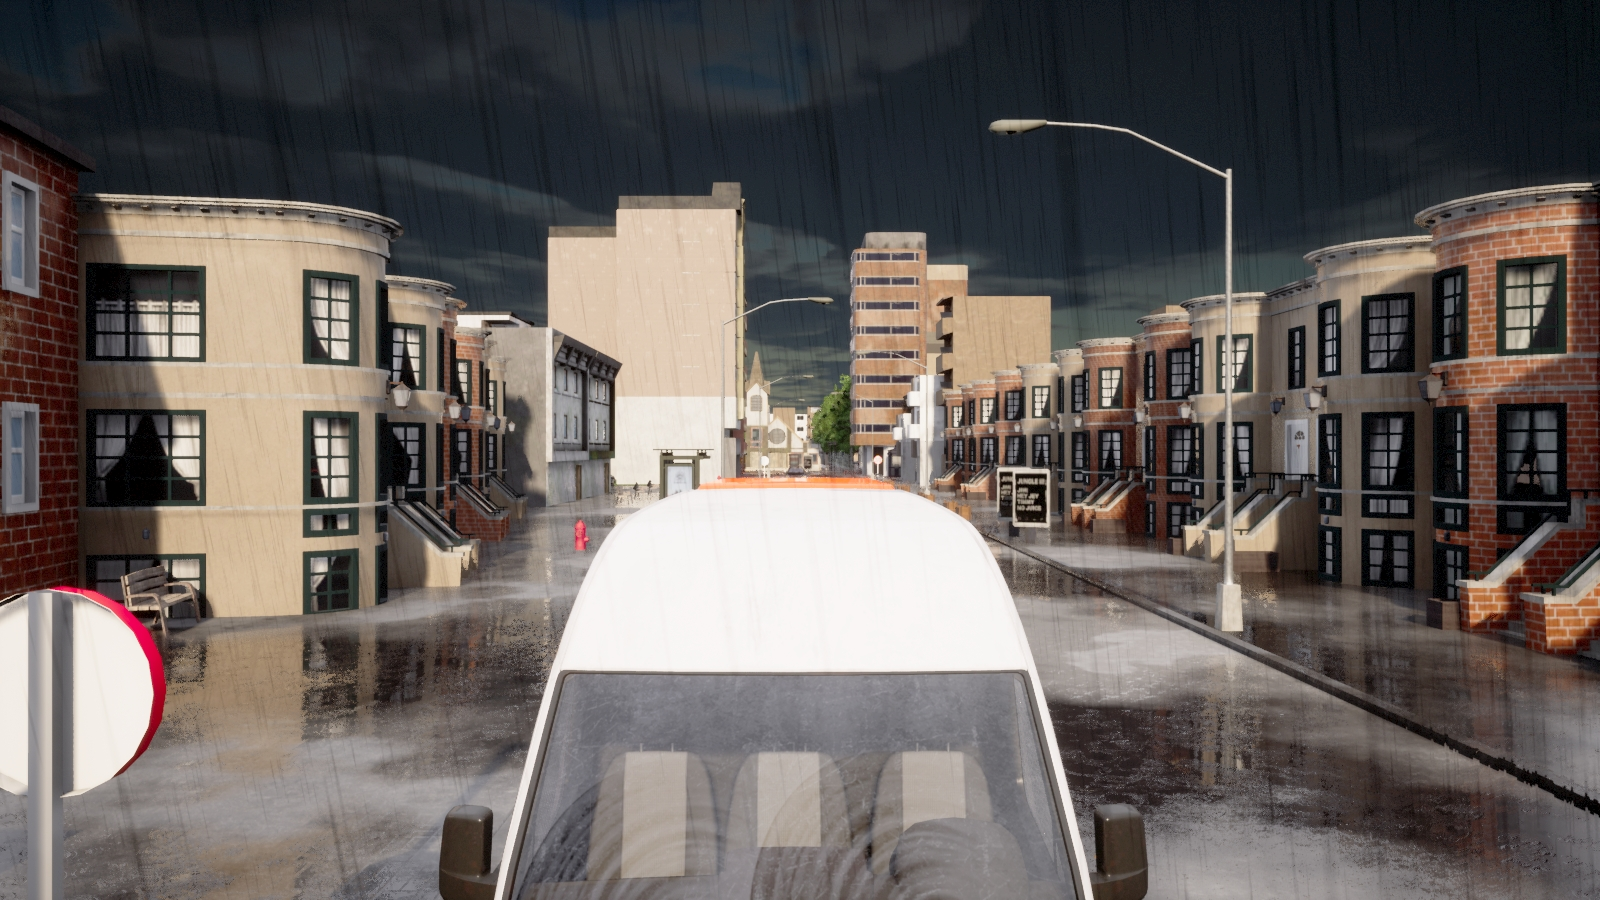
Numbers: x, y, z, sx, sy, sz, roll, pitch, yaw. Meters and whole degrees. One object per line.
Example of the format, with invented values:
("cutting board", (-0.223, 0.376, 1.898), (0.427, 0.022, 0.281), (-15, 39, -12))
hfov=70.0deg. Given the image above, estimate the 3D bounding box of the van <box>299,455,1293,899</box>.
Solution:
("van", (-0.019, 1.314, 5.243), (1.988, 2.561, 5.915), (0, 0, 0))
